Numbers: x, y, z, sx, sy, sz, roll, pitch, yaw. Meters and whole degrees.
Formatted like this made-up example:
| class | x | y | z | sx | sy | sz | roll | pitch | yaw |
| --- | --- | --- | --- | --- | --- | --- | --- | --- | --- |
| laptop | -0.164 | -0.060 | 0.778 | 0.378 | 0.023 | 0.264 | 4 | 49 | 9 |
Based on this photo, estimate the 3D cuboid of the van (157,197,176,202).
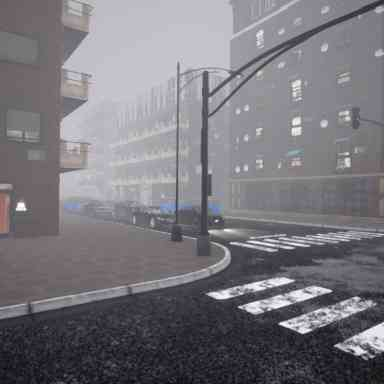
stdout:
| class | x | y | z | sx | sy | sz | roll | pitch | yaw |
| --- | --- | --- | --- | --- | --- | --- | --- | --- | --- |
| van | -2.354 | 1.449 | 35.265 | 1.690 | 1.788 | 3.998 | 1 | -1 | -35 |

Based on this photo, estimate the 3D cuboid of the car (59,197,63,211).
| class | x | y | z | sx | sy | sz | roll | pitch | yaw |
| --- | --- | --- | --- | --- | --- | --- | --- | --- | --- |
| car | -15.202 | 1.580 | 39.980 | 2.008 | 1.369 | 4.403 | 1 | -1 | -35 |

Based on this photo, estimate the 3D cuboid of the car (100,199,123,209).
| class | x | y | z | sx | sy | sz | roll | pitch | yaw |
| --- | --- | --- | --- | --- | --- | --- | --- | --- | --- |
| car | -11.905 | 1.683 | 49.064 | 1.887 | 1.381 | 4.507 | 1 | -1 | -35 |

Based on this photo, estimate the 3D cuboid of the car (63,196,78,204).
| class | x | y | z | sx | sy | sz | roll | pitch | yaw |
| --- | --- | --- | --- | --- | --- | --- | --- | --- | --- |
| car | -24.636 | 1.614 | 67.467 | 1.967 | 1.590 | 4.097 | 1 | -1 | -35 |

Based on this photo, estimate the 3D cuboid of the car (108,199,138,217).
| class | x | y | z | sx | sy | sz | roll | pitch | yaw |
| --- | --- | --- | --- | --- | --- | --- | --- | --- | --- |
| car | -5.546 | 1.528 | 30.359 | 2.128 | 1.511 | 4.902 | 1 | -1 | -35 |

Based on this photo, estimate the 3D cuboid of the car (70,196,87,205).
| class | x | y | z | sx | sy | sz | roll | pitch | yaw |
| --- | --- | --- | --- | --- | --- | --- | --- | --- | --- |
| car | -21.453 | 1.605 | 62.866 | 1.967 | 1.590 | 4.097 | 1 | -1 | -35 |

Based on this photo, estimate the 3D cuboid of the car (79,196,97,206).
| class | x | y | z | sx | sy | sz | roll | pitch | yaw |
| --- | --- | --- | --- | --- | --- | --- | --- | --- | --- |
| car | -18.270 | 1.597 | 58.266 | 1.967 | 1.590 | 4.097 | 1 | -1 | -35 |

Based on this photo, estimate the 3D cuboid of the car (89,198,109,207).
| class | x | y | z | sx | sy | sz | roll | pitch | yaw |
| --- | --- | --- | --- | --- | --- | --- | --- | --- | --- |
| car | -15.088 | 1.729 | 53.664 | 1.802 | 1.307 | 4.206 | 1 | -1 | -35 |

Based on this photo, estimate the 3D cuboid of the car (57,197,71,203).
| class | x | y | z | sx | sy | sz | roll | pitch | yaw |
| --- | --- | --- | --- | --- | --- | --- | --- | --- | --- |
| car | -27.820 | 1.727 | 72.067 | 1.887 | 1.381 | 4.507 | 1 | -1 | -35 |

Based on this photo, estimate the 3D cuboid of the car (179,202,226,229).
| class | x | y | z | sx | sy | sz | roll | pitch | yaw |
| --- | --- | --- | --- | --- | --- | --- | --- | --- | --- |
| car | 0.358 | 1.581 | 21.823 | 1.994 | 1.385 | 4.181 | 1 | -1 | -35 |

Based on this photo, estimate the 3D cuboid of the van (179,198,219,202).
| class | x | y | z | sx | sy | sz | roll | pitch | yaw |
| --- | --- | --- | --- | --- | --- | --- | --- | --- | --- |
| van | 0.829 | 1.439 | 30.664 | 1.690 | 1.788 | 3.998 | 1 | -1 | -35 |

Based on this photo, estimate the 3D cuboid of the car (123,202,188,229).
| class | x | y | z | sx | sy | sz | roll | pitch | yaw |
| --- | --- | --- | --- | --- | --- | --- | --- | --- | --- |
| car | -2.470 | 1.539 | 21.579 | 2.008 | 1.369 | 4.403 | 1 | -1 | -35 |

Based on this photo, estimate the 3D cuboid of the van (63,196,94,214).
| class | x | y | z | sx | sy | sz | roll | pitch | yaw |
| --- | --- | --- | --- | --- | --- | --- | --- | --- | --- |
| van | -12.017 | 1.361 | 35.381 | 1.690 | 1.788 | 3.998 | 1 | -1 | -35 |

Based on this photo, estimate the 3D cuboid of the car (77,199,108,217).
| class | x | y | z | sx | sy | sz | roll | pitch | yaw |
| --- | --- | --- | --- | --- | --- | --- | --- | --- | --- |
| car | -8.836 | 1.591 | 30.779 | 1.802 | 1.307 | 4.206 | 1 | -1 | -35 |
